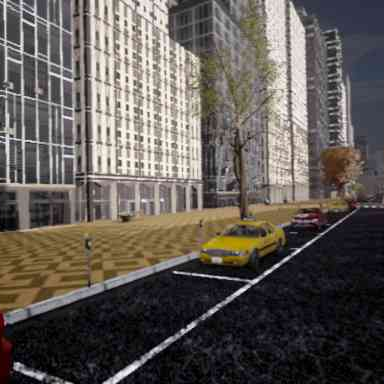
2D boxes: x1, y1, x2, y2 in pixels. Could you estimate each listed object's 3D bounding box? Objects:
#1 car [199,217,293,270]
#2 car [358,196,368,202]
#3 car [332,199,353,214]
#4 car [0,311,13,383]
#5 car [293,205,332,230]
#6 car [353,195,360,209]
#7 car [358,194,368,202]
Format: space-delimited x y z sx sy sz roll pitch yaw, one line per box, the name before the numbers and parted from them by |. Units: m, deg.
car | 1.896 1.598 11.473 1.752 1.417 4.829 -1 -1 30
car | 40.153 1.550 78.078 1.947 1.339 4.313 -2 -1 30
car | 15.674 1.552 35.461 1.752 1.417 4.829 -2 -1 30
car | -3.530 1.640 2.025 1.887 1.381 4.507 -1 -1 30
car | 7.493 1.635 21.216 1.802 1.307 4.206 -2 -1 30
car | 21.270 1.556 45.204 1.887 1.381 4.507 -2 -1 30
car | 37.396 1.301 73.291 2.192 1.841 5.009 -2 -1 30
